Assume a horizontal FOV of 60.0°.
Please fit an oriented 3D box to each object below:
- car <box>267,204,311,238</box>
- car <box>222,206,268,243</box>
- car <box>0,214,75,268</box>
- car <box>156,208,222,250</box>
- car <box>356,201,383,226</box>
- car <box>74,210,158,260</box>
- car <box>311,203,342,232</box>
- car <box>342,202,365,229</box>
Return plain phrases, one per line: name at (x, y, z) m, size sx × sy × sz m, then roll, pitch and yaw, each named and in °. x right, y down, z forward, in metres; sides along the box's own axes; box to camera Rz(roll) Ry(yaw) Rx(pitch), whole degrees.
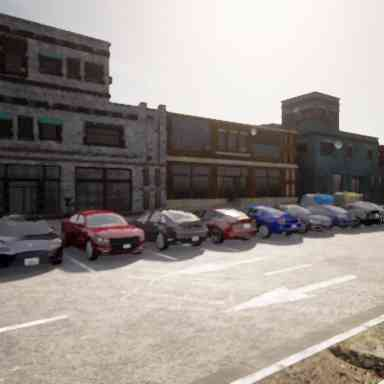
car at (3.367, 1.457, 17.614) m, size 2.097 × 1.535 × 5.008 m, roll 0°, pitch 0°, yaw -35°
car at (0.979, 1.490, 15.960) m, size 2.163 × 1.488 × 4.792 m, roll 0°, pitch 0°, yaw -35°
car at (-5.784, 1.507, 11.086) m, size 2.163 × 1.488 × 4.792 m, roll 0°, pitch 0°, yaw -35°
car at (-1.265, 1.466, 14.323) m, size 2.231 × 1.521 × 4.892 m, roll 0°, pitch 0°, yaw -35°
car at (10.043, 1.481, 22.397) m, size 2.163 × 1.488 × 4.792 m, roll 0°, pitch 0°, yaw -35°
car at (-3.539, 1.470, 12.723) m, size 2.097 × 1.535 × 5.008 m, roll 0°, pitch 0°, yaw -35°
car at (5.627, 1.455, 19.232) m, size 2.231 × 1.521 × 4.892 m, roll 0°, pitch 0°, yaw -35°
car at (7.796, 1.492, 20.762) m, size 2.002 × 1.452 × 4.674 m, roll 0°, pitch 0°, yaw -35°
